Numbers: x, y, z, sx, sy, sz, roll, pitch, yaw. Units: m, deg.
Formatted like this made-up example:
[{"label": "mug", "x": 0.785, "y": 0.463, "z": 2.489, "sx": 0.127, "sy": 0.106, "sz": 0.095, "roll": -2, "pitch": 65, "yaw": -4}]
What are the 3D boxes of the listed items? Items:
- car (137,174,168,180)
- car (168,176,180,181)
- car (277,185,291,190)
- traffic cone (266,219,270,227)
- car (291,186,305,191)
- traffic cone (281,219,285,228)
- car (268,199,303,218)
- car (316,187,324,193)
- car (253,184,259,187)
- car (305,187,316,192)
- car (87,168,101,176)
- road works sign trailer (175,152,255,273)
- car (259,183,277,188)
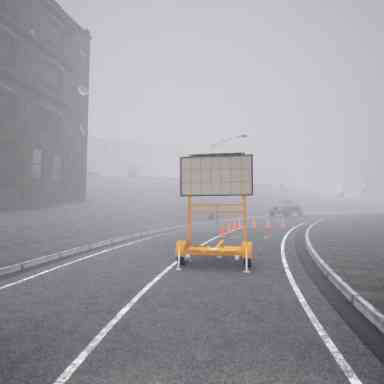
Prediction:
[{"label": "car", "x": -7.139, "y": -2.323, "z": 56.840, "sx": 4.892, "sy": 1.521, "sz": 2.231, "roll": 2, "pitch": -5, "yaw": -33}, {"label": "car", "x": -2.506, "y": -2.113, "z": 59.832, "sx": 4.892, "sy": 1.521, "sz": 2.231, "roll": 3, "pitch": -5, "yaw": -33}, {"label": "car", "x": 19.893, "y": -0.794, "z": 76.339, "sx": 4.674, "sy": 1.452, "sz": 2.002, "roll": 4, "pitch": -6, "yaw": -39}, {"label": "traffic cone", "x": 5.297, "y": 2.166, "z": 23.161, "sx": 0.340, "sy": 0.580, "sz": 0.340, "roll": -2, "pitch": -1, "yaw": 17}, {"label": "car", "x": 24.039, "y": -0.559, "z": 79.825, "sx": 4.892, "sy": 1.521, "sz": 2.231, "roll": 4, "pitch": -6, "yaw": -40}, {"label": "traffic cone", "x": 6.251, "y": 2.136, "z": 22.871, "sx": 0.340, "sy": 0.580, "sz": 0.340, "roll": -2, "pitch": -1, "yaw": 17}, {"label": "car", "x": 10.743, "y": 1.817, "z": 38.049, "sx": 2.150, "sy": 2.045, "sz": 5.566, "roll": -4, "pitch": -4, "yaw": 40}, {"label": "car", "x": 32.406, "y": -0.164, "z": 87.332, "sx": 5.566, "sy": 2.045, "sz": 2.435, "roll": 5, "pitch": -6, "yaw": -42}, {"label": "car", "x": 11.071, "y": -1.500, "z": 69.397, "sx": 4.553, "sy": 1.767, "sz": 2.185, "roll": 3, "pitch": -6, "yaw": -36}, {"label": "car", "x": 28.266, "y": -0.375, "z": 83.550, "sx": 4.553, "sy": 1.767, "sz": 2.185, "roll": 4, "pitch": -6, "yaw": -41}, {"label": "car", "x": -16.334, "y": -2.839, "z": 50.930, "sx": 4.553, "sy": 1.767, "sz": 2.185, "roll": 2, "pitch": -5, "yaw": -33}, {"label": "road works sign trailer", "x": 0.840, "y": 0.530, "z": 11.043, "sx": 2.380, "sy": 3.560, "sz": 2.880, "roll": -1, "pitch": -1, "yaw": 12}, {"label": "car", "x": 15.597, "y": -1.073, "z": 72.885, "sx": 4.792, "sy": 1.488, "sz": 2.163, "roll": 3, "pitch": -6, "yaw": -38}]
